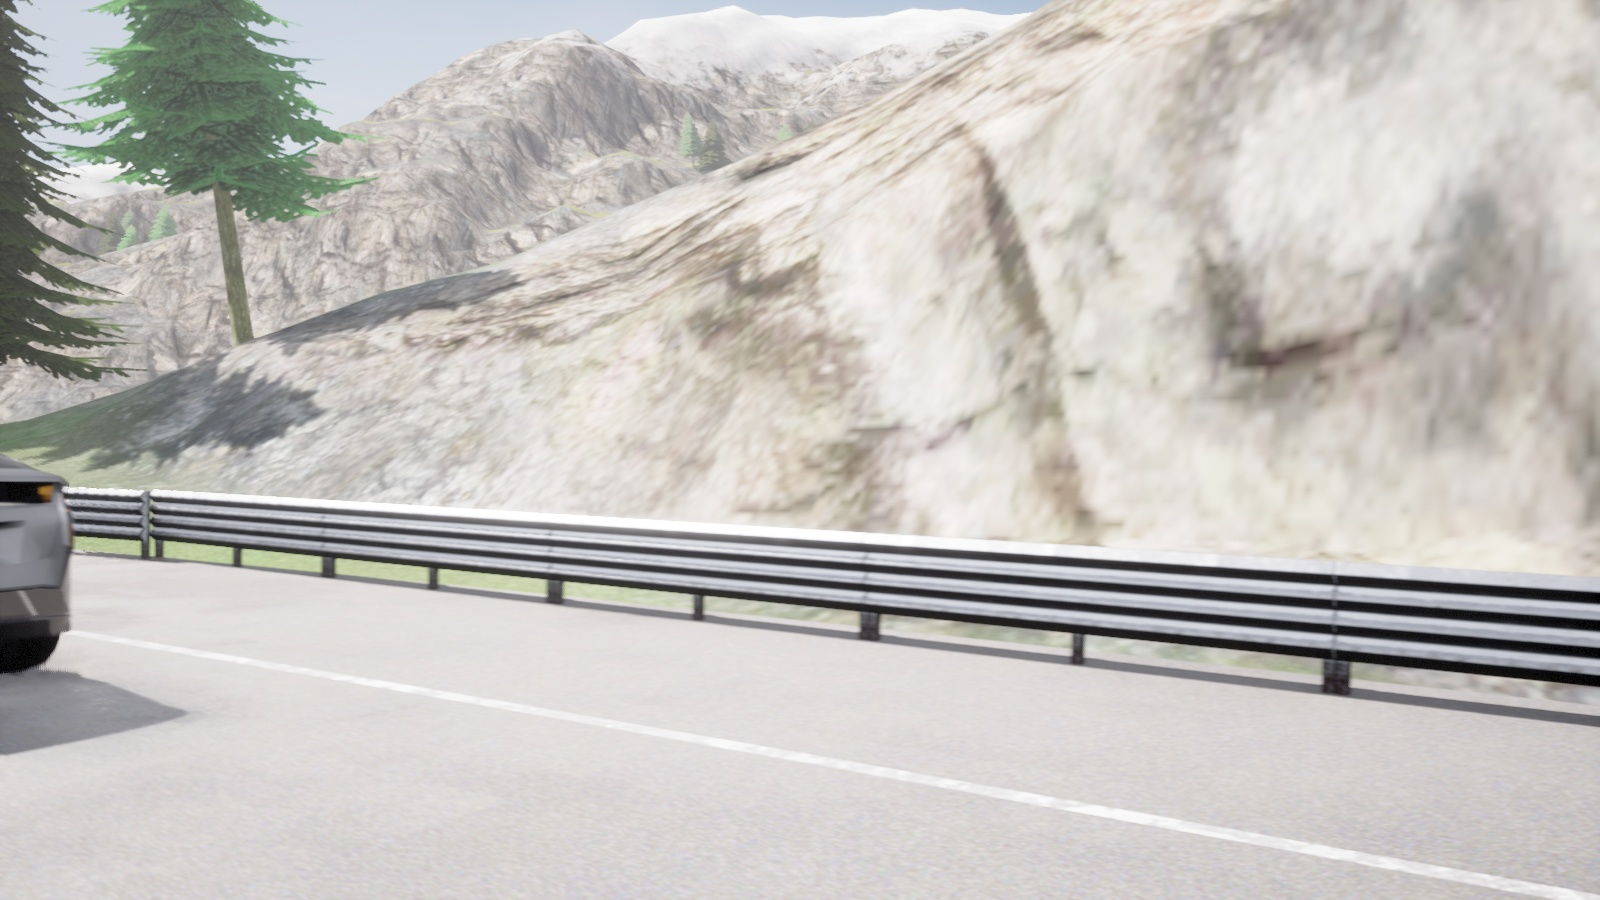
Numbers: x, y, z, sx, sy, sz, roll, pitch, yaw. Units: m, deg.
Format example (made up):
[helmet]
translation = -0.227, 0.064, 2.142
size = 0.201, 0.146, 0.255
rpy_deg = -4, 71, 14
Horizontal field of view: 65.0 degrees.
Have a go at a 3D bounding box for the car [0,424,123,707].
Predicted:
[car]
translation = -6.427, 0.631, 7.659
size = 4.514, 1.525, 2.007
rpy_deg = 0, 1, 31
